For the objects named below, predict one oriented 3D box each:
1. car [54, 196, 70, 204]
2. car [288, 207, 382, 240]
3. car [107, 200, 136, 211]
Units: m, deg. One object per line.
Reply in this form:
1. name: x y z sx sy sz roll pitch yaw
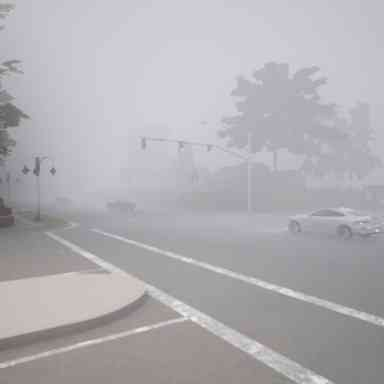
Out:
1. car: -24.856 1.539 63.573 2.033 1.411 5.357 0 0 -35
2. car: 7.085 1.501 16.924 1.812 1.442 4.674 0 0 -33
3. car: -8.602 1.579 40.007 1.895 1.301 4.718 0 0 -35
